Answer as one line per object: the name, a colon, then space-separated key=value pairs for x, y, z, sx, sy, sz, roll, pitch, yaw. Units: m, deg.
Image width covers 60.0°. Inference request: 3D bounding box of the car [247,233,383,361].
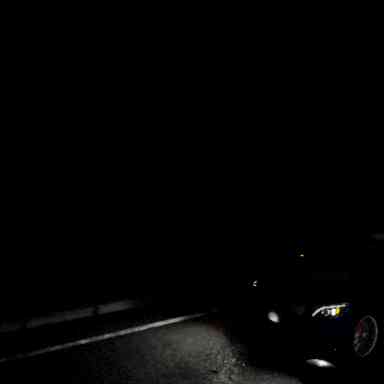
car: x=3.131 y=1.516 z=5.972 sx=4.674 sy=1.442 sz=1.812 roll=0 pitch=0 yaw=-32
